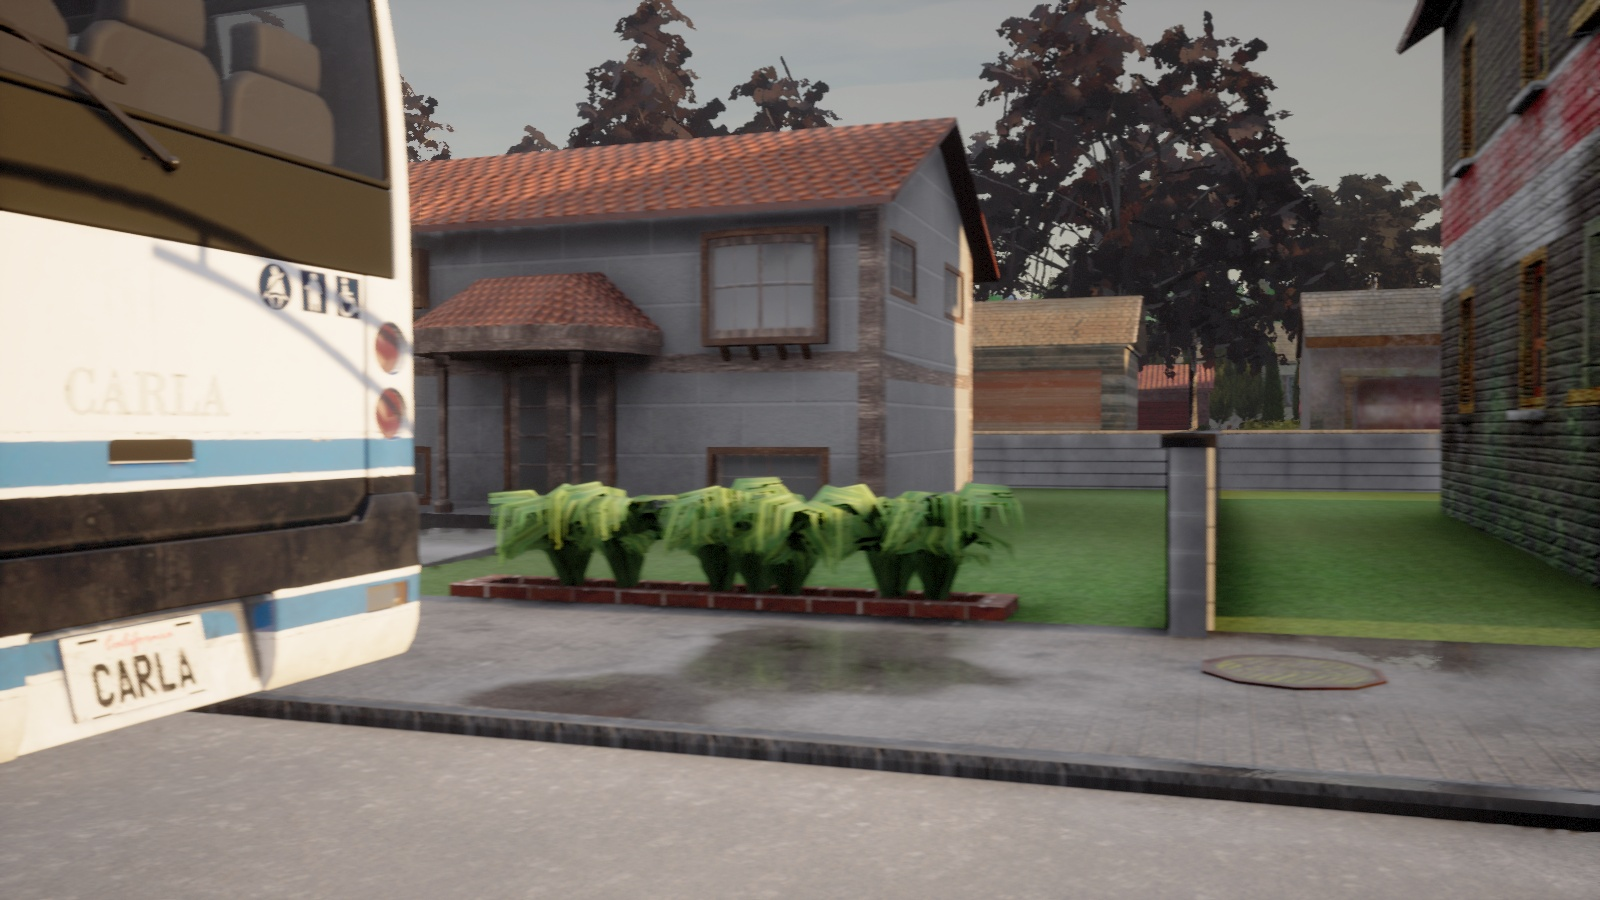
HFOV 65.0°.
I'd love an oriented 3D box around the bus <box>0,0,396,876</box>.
[{"bbox_3d":[-7.584,-0.679,6.252,10.273,4.253,3.944,1,1,19],"label":"bus"}]
